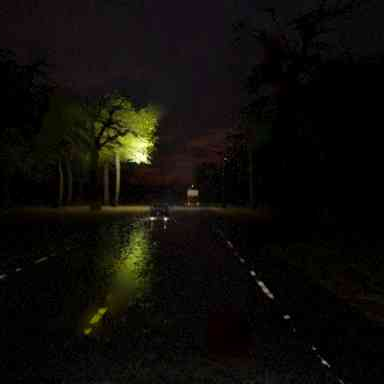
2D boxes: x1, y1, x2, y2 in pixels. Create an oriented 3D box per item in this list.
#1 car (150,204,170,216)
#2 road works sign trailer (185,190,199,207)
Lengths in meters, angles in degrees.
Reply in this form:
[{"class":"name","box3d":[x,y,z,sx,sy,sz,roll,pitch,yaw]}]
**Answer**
[{"class":"car","box3d":[-3.604,2.005,37.492,1.895,1.301,4.718,0,-1,0]},{"class":"road works sign trailer","box3d":[0.179,1.268,70.149,2.380,3.560,2.880,0,-1,-8]}]
